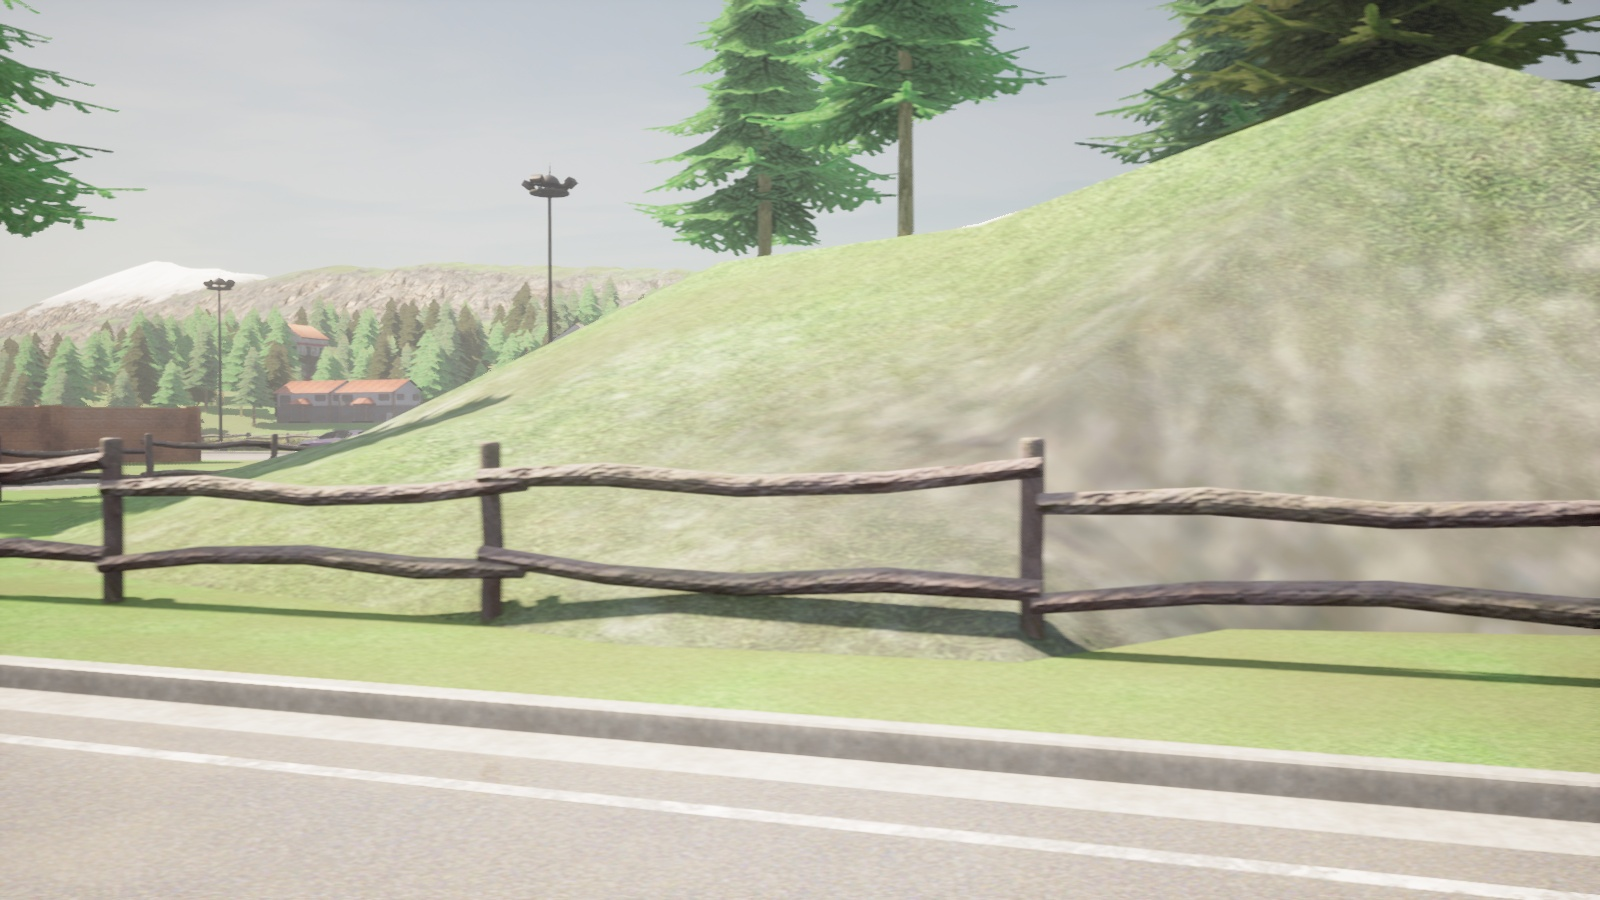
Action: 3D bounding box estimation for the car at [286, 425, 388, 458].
[{"bbox_3d":[-24.485,-0.478,66.465,4.856,1.649,2.033,1,1,19],"label":"car"}]
